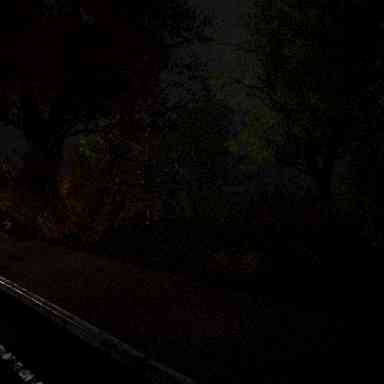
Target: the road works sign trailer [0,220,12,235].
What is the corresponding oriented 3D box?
[{"bbox_3d":[-6.409,1.084,6.980,2.380,2.880,3.560,43,-7,-2],"label":"road works sign trailer"}]
